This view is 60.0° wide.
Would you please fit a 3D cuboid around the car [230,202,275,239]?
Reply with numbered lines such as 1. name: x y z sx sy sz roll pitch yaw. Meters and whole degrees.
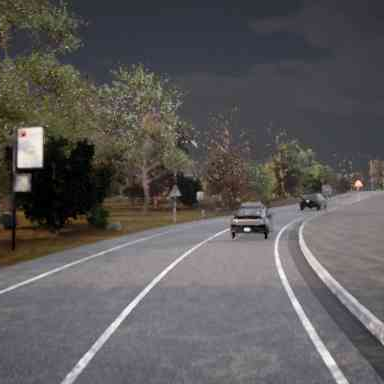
1. car: 3.293 1.531 17.766 2.128 1.511 4.902 -1 0 18

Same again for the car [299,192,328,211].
1. car: 14.179 1.031 38.672 2.150 2.045 5.566 -3 0 34
